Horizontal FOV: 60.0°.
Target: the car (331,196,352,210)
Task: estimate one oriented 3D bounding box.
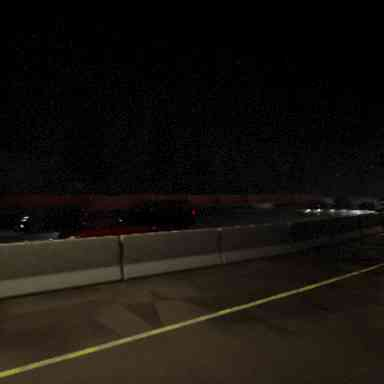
[{"bbox_3d":[23.613,1.693,52.216,2.150,2.045,5.566,-1,-1,36],"label":"car"}]

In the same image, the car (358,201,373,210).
[{"bbox_3d":[26.213,2.019,49.801,1.895,1.301,4.718,-1,-1,36],"label":"car"}]

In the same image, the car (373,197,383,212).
[{"bbox_3d":[25.812,1.564,43.495,2.150,2.045,5.566,-1,-1,38],"label":"car"}]

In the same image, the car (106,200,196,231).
[{"bbox_3d":[-2.301,1.500,19.873,5.566,2.045,2.150,0,-1,-39],"label":"car"}]

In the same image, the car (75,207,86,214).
[{"bbox_3d":[-4.976,1.858,22.228,4.674,1.442,1.812,0,-1,-39],"label":"car"}]

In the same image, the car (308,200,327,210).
[{"bbox_3d":[20.331,1.996,53.646,1.882,1.535,5.008,-1,-1,37],"label":"car"}]

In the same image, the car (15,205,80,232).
[{"bbox_3d":[-9.665,1.735,23.032,4.553,1.767,2.097,0,-1,-38],"label":"car"}]

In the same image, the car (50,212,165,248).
[{"bbox_3d":[-3.602,1.785,14.460,4.181,1.385,1.994,0,-1,-37],"label":"car"}]
